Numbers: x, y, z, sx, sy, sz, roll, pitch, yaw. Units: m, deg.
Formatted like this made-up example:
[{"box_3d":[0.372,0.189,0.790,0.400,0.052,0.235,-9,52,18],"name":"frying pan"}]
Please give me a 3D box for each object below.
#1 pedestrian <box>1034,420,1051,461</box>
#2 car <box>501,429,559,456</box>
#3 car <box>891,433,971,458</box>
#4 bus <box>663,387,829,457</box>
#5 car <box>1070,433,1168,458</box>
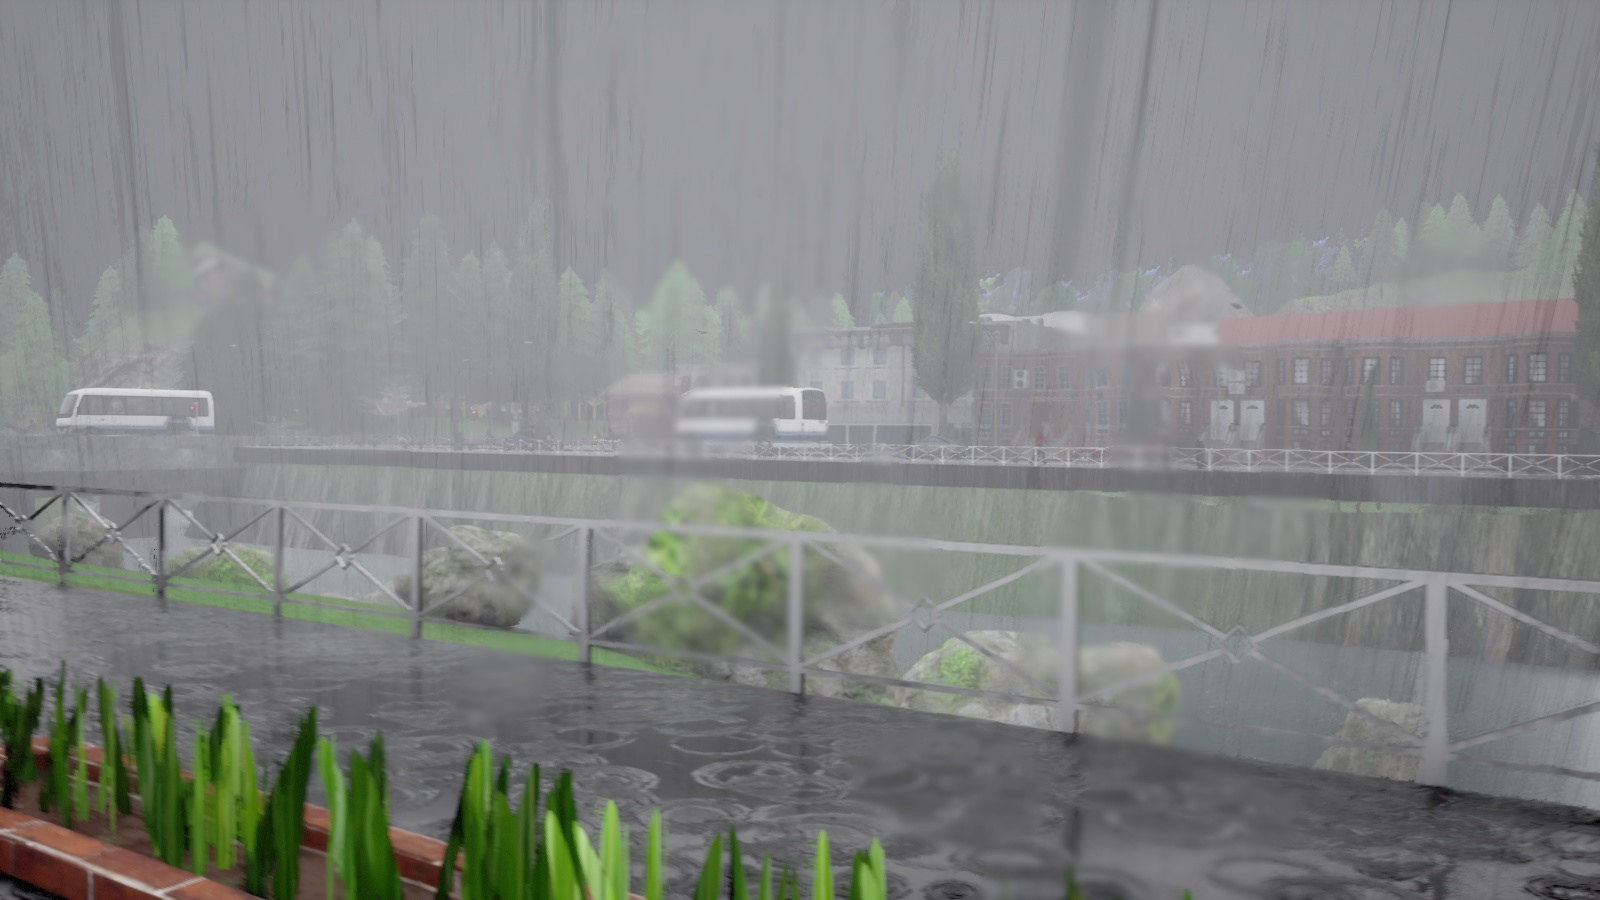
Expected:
[{"box_3d":[10.890,-0.428,56.439,0.636,1.846,0.331,0,1,34],"name":"pedestrian"},{"box_3d":[-19.643,-0.540,91.278,3.866,1.878,1.905,0,1,34],"name":"car"},{"box_3d":[7.618,-0.272,73.184,4.181,1.385,1.994,0,1,34],"name":"car"},{"box_3d":[-3.555,-1.713,80.573,10.273,4.253,3.944,0,1,34],"name":"bus"},{"box_3d":[17.003,-0.236,66.954,4.718,1.301,1.895,0,1,34],"name":"car"}]
